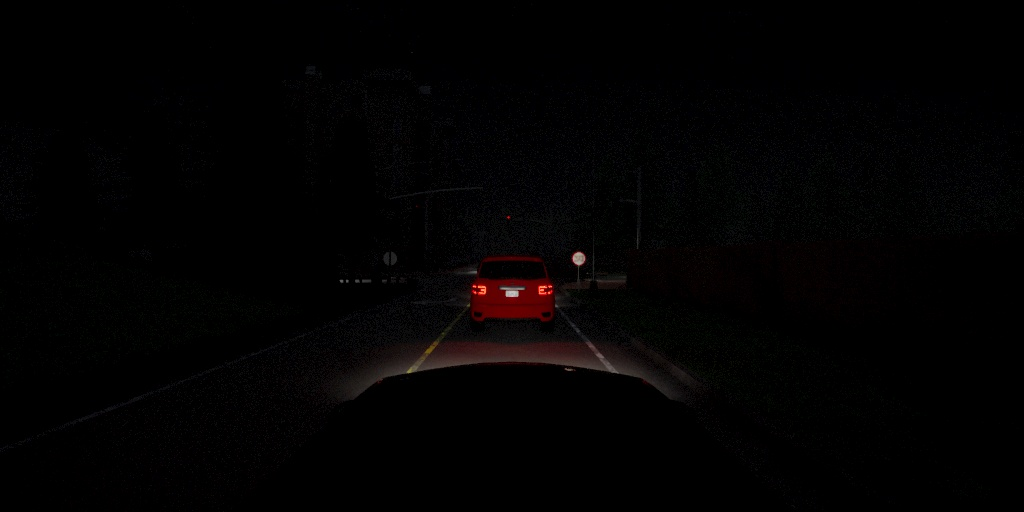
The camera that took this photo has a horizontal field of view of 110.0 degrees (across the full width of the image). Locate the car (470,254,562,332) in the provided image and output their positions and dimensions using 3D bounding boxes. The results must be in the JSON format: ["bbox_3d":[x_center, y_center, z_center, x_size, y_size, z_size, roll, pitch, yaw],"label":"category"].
[{"bbox_3d":[0.053,0.971,11.005,2.150,2.045,5.566,0,0,1],"label":"car"}]

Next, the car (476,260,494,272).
[{"bbox_3d":[-3.544,1.312,47.342,1.994,1.385,4.181,0,0,0],"label":"car"}]

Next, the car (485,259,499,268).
[{"bbox_3d":[-3.495,1.242,63.115,2.128,1.511,4.902,0,0,0],"label":"car"}]

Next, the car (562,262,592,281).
[{"bbox_3d":[4.099,1.218,29.785,5.008,1.535,1.882,0,1,22],"label":"car"}]
